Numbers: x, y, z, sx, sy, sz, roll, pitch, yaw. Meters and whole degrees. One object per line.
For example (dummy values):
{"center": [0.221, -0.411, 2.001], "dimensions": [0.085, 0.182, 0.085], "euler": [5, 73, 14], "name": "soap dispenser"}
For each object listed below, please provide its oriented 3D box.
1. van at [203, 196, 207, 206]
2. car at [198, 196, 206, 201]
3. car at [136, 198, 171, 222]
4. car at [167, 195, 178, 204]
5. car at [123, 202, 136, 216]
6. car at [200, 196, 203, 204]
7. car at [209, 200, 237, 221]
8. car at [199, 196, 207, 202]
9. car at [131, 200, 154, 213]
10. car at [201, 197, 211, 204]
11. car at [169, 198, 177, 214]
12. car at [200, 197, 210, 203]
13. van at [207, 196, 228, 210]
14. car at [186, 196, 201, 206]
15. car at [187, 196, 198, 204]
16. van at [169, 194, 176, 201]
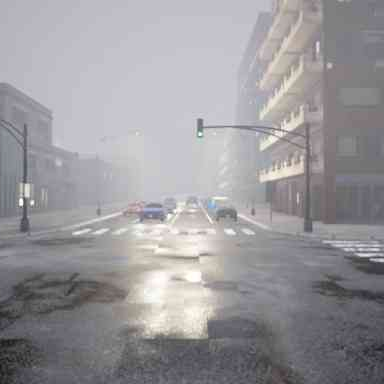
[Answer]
{"center": [2.734, 1.442, 44.151], "dimensions": [1.690, 1.788, 3.998], "euler": [1, 0, 0], "name": "van"}
{"center": [2.763, 1.717, 94.377], "dimensions": [2.008, 1.369, 4.403], "euler": [1, 0, 0], "name": "car"}
{"center": [-3.073, 1.545, 27.382], "dimensions": [1.882, 1.535, 5.008], "euler": [0, 0, 0], "name": "car"}
{"center": [-3.049, 1.611, 46.878], "dimensions": [1.837, 1.490, 4.892], "euler": [0, 0, 1], "name": "car"}
{"center": [-5.658, 1.660, 32.958], "dimensions": [1.802, 1.307, 4.206], "euler": [1, 0, 0], "name": "car"}
{"center": [2.738, 1.646, 55.481], "dimensions": [1.752, 1.417, 4.829], "euler": [1, 0, 0], "name": "car"}
{"center": [2.720, 1.618, 27.408], "dimensions": [2.008, 1.369, 4.403], "euler": [1, 0, 0], "name": "car"}
{"center": [2.756, 1.701, 83.216], "dimensions": [1.887, 1.381, 4.507], "euler": [1, 0, 0], "name": "car"}
{"center": [-5.654, 1.635, 38.539], "dimensions": [1.887, 1.381, 4.507], "euler": [1, 0, 0], "name": "car"}
{"center": [2.745, 1.703, 66.473], "dimensions": [1.947, 1.339, 4.313], "euler": [1, 0, 0], "name": "car"}
{"center": [-3.060, 1.650, 36.620], "dimensions": [1.994, 1.385, 4.181], "euler": [0, 0, 1], "name": "car"}
{"center": [2.749, 1.710, 72.054], "dimensions": [1.947, 1.339, 4.313], "euler": [1, 0, 0], "name": "car"}
{"center": [2.726, 1.420, 32.988], "dimensions": [1.690, 1.788, 3.998], "euler": [1, 0, 0], "name": "van"}
{"center": [0.037, 1.476, 57.282], "dimensions": [2.097, 1.767, 4.553], "euler": [0, 0, 0], "name": "car"}
{"center": [0.042, 1.630, 67.318], "dimensions": [2.128, 1.511, 4.902], "euler": [0, 0, 0], "name": "car"}
{"center": [-5.613, 1.507, 94.341], "dimensions": [1.690, 1.788, 3.998], "euler": [1, 0, 0], "name": "van"}
